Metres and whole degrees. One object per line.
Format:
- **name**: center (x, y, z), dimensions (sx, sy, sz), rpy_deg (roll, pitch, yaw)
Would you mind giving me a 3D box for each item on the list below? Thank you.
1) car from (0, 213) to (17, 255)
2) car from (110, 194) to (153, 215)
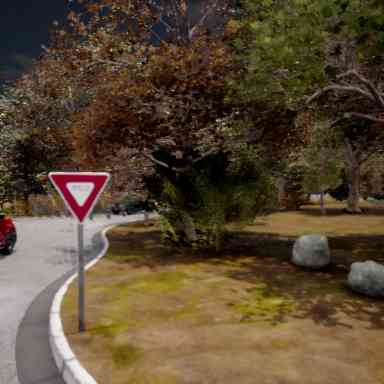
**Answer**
- **car**: center (-7.457, 1.297, 10.492), dimensions (2.150, 2.045, 5.566), rpy_deg (-1, 0, -10)
- **car**: center (-6.206, 1.283, 35.456), dimensions (2.150, 2.045, 5.566), rpy_deg (-1, 0, 29)
